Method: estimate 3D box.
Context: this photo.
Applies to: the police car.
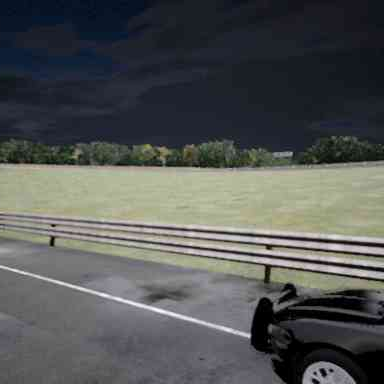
[{"bbox_3d":[3.102,1.475,3.087,5.238,1.638,1.930,0,-1,37],"label":"police car"}]
